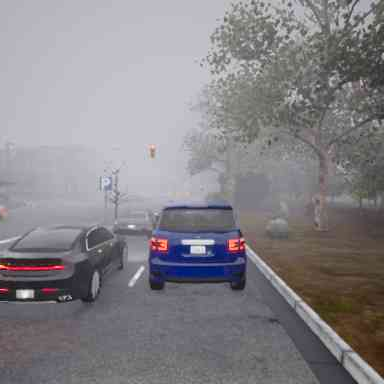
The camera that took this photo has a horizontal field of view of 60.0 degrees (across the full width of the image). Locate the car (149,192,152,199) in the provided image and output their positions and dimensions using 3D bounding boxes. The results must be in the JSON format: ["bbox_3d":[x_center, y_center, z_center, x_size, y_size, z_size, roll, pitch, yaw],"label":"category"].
[{"bbox_3d":[-12.508,1.356,77.927,4.674,1.452,2.002,-1,0,-13],"label":"car"}]

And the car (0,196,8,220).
[{"bbox_3d":[-16.585,1.403,25.177,4.553,1.767,2.185,-1,0,-19],"label":"car"}]

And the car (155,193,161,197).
[{"bbox_3d":[-11.306,1.354,86.909,4.674,1.452,2.002,-1,0,-12],"label":"car"}]

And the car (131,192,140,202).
[{"bbox_3d":[-13.688,1.312,65.971,5.366,1.575,1.946,-1,0,-15],"label":"car"}]

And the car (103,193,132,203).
[{"bbox_3d":[-14.338,1.356,62.980,4.792,1.488,2.163,-1,0,-15],"label":"car"}]

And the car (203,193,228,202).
[{"bbox_3d":[4.783,1.138,68.512,4.553,1.767,2.185,1,0,-14],"label":"car"}]

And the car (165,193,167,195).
[{"bbox_3d":[-10.423,1.312,92.892,5.008,1.535,2.097,-1,0,-11],"label":"car"}]

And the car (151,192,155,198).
[{"bbox_3d":[-12.131,1.356,80.928,4.674,1.452,2.002,-1,0,-13],"label":"car"}]

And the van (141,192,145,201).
[{"bbox_3d":[-13.119,1.090,71.962,4.442,1.987,1.878,-1,0,-14],"label":"van"}]

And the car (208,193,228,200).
[{"bbox_3d":[6.599,1.125,83.208,4.553,1.767,2.185,1,0,-12],"label":"car"}]

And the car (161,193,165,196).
[{"bbox_3d":[-10.850,1.061,89.914,5.566,2.045,2.435,-1,0,-12],"label":"car"}]

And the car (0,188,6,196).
[{"bbox_3d":[-31.074,0.135,53.876,2.002,1.452,4.674,6,-3,-19],"label":"car"}]

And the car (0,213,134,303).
[{"bbox_3d":[-2.878,1.515,8.190,1.837,1.490,4.892,0,0,0],"label":"car"}]

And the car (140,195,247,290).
[{"bbox_3d":[0.127,1.232,9.226,2.150,2.045,5.566,0,0,0],"label":"car"}]

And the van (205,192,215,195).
[{"bbox_3d":[4.394,1.040,65.543,4.442,1.987,1.878,1,0,-14],"label":"van"}]

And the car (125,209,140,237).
[{"bbox_3d":[-2.814,1.588,17.627,1.994,1.385,4.181,0,0,1],"label":"car"}]

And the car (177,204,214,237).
[{"bbox_3d":[0.204,1.530,19.084,1.837,1.490,4.892,0,0,0],"label":"car"}]

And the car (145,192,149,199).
[{"bbox_3d":[-12.886,1.318,74.933,4.892,1.521,2.231,-1,0,-13],"label":"car"}]
